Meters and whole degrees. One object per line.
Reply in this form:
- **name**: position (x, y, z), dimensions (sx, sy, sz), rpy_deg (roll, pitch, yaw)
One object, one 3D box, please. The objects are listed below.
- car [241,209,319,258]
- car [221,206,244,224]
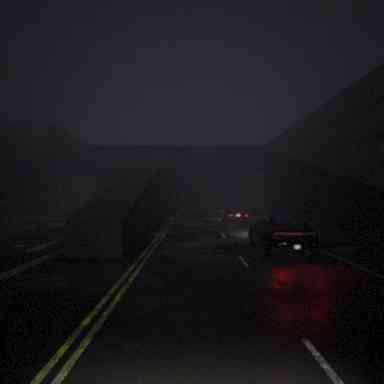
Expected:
- **car**: position (3.527, 1.639, 13.491), dimensions (2.128, 1.511, 4.902), rpy_deg (0, 0, 1)
- **car**: position (3.515, 1.843, 27.495), dimensions (2.033, 1.411, 5.357), rpy_deg (0, -1, 0)
